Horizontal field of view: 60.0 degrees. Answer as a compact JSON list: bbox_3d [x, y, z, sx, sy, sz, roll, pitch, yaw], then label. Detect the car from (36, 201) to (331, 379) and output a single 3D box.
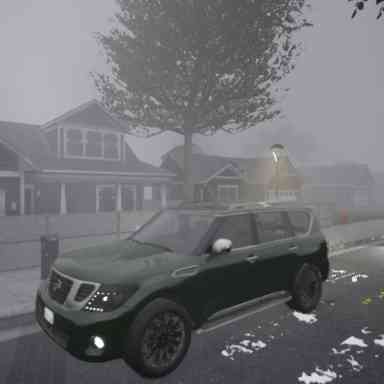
[{"bbox_3d":[0.328,1.203,5.937,5.566,2.045,2.150,1,0,-40],"label":"car"}]
